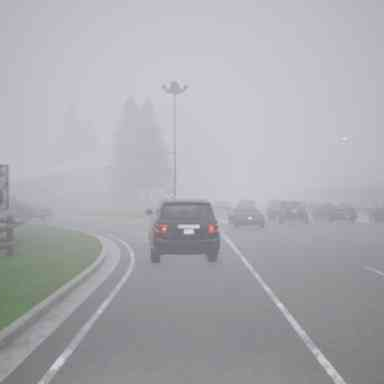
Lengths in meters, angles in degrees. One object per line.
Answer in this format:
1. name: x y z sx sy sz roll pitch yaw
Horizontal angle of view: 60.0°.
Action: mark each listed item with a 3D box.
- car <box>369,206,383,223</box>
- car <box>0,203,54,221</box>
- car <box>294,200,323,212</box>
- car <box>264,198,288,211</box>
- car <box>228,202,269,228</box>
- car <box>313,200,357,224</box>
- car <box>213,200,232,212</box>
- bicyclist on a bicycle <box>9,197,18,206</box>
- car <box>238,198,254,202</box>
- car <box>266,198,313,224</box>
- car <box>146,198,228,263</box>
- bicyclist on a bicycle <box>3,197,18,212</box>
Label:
1. car: 14.104 1.535 22.770 1.837 1.490 4.892 0 0 0
2. car: -13.898 1.583 27.506 5.357 1.411 2.033 0 0 27
3. car: 14.107 1.654 40.654 1.895 1.301 4.718 0 0 0
4. car: 10.608 1.560 42.256 1.837 1.490 4.892 0 0 0
5. car: 3.605 1.594 22.605 1.994 1.385 4.181 0 0 0
6. car: 10.604 1.524 25.158 2.128 1.511 4.902 0 0 0
7. car: 3.608 1.654 40.654 1.895 1.301 4.718 0 0 0
8. bicyclist on a bicycle: -19.781 1.349 37.077 0.582 1.620 1.656 0 0 8
9. car: 7.108 1.535 43.762 1.882 1.535 5.008 0 0 0
10. car: 7.105 1.386 25.100 2.097 1.767 4.553 0 0 0
11. car: -0.484 1.240 12.323 2.150 2.045 5.566 0 0 -8
12. bicyclist on a bicycle: -20.268 1.349 37.142 0.582 1.620 1.656 0 0 7
